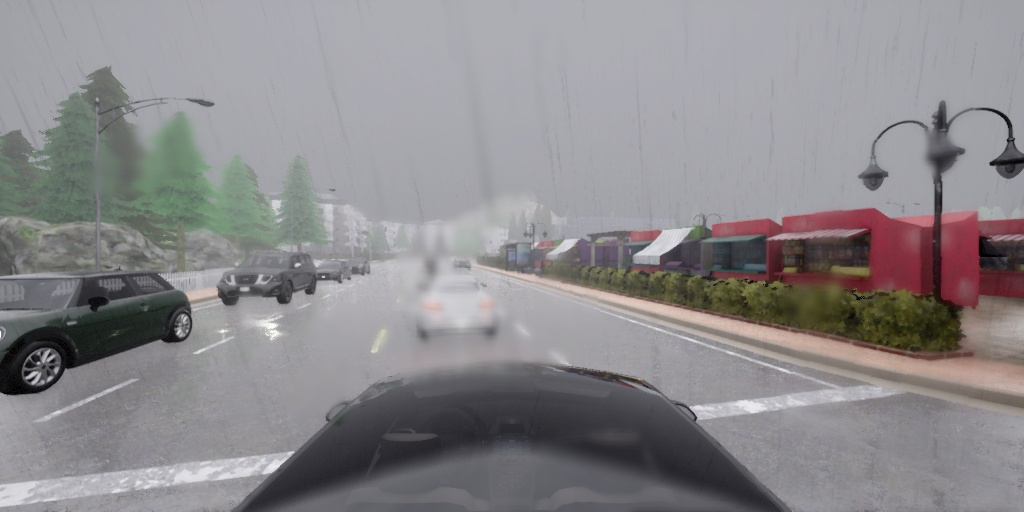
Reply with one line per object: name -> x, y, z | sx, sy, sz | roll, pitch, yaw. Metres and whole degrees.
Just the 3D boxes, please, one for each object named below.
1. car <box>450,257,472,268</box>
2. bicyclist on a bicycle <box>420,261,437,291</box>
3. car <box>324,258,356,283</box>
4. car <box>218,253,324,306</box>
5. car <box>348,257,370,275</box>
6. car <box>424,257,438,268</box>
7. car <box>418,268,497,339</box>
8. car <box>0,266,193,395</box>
car -> -6.080, 1.035, 43.703 | 1.895, 1.301, 4.718 | 0, 0, -14
bicyclist on a bicycle -> -4.524, 1.072, 19.691 | 0.582, 1.620, 1.656 | 0, 1, 24
car -> -12.648, 1.078, 25.341 | 1.837, 1.490, 4.892 | 0, 0, -13
car -> -10.332, 0.870, 15.725 | 2.150, 2.045, 5.566 | 0, 0, -14
car -> -14.558, 0.864, 33.318 | 2.097, 1.767, 4.553 | 0, 0, -13
car -> -11.418, 0.883, 50.815 | 1.837, 1.490, 4.892 | 0, 0, -13
car -> -1.581, 1.222, 9.874 | 1.812, 1.442, 4.674 | 0, 0, -13
car -> -8.083, 1.073, 6.304 | 2.097, 1.767, 4.553 | 0, 0, -13
